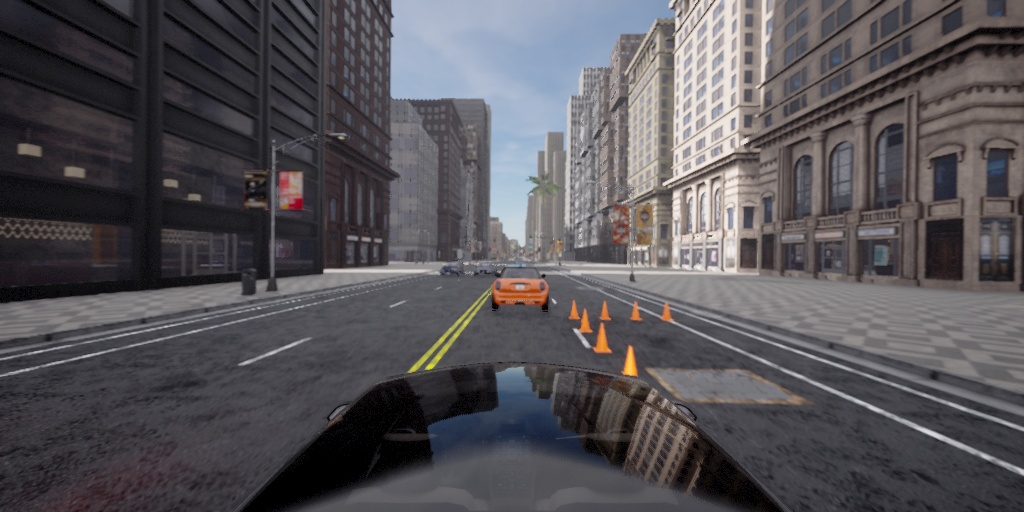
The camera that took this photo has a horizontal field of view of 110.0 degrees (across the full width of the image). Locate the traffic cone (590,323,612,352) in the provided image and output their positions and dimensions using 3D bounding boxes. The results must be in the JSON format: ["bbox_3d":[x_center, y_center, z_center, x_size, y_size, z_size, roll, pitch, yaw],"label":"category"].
[{"bbox_3d":[1.938,1.735,7.741,0.340,0.580,0.340,0,0,1],"label":"traffic cone"}]

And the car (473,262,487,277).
[{"bbox_3d":[-2.655,1.324,35.677,1.994,1.385,4.181,1,0,1],"label":"car"}]

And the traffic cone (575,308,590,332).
[{"bbox_3d":[1.982,1.737,9.740,0.340,0.580,0.340,0,0,1],"label":"traffic cone"}]

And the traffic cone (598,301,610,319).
[{"bbox_3d":[3.026,1.752,11.718,0.340,0.580,0.340,0,0,1],"label":"traffic cone"}]

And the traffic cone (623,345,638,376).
[{"bbox_3d":[1.894,1.732,5.741,0.340,0.580,0.340,0,0,1],"label":"traffic cone"}]

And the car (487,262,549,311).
[{"bbox_3d":[0.335,1.119,14.750,2.097,1.767,4.553,1,0,1],"label":"car"}]

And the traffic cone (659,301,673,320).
[{"bbox_3d":[5.025,1.776,11.674,0.340,0.580,0.340,0,0,1],"label":"traffic cone"}]

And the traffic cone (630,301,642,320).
[{"bbox_3d":[4.026,1.764,11.696,0.340,0.580,0.340,0,0,1],"label":"traffic cone"}]

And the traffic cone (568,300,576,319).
[{"bbox_3d":[2.026,1.740,11.740,0.340,0.580,0.340,0,0,1],"label":"traffic cone"}]

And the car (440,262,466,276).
[{"bbox_3d":[-5.895,1.269,36.306,2.033,1.411,5.357,1,0,1],"label":"car"}]
